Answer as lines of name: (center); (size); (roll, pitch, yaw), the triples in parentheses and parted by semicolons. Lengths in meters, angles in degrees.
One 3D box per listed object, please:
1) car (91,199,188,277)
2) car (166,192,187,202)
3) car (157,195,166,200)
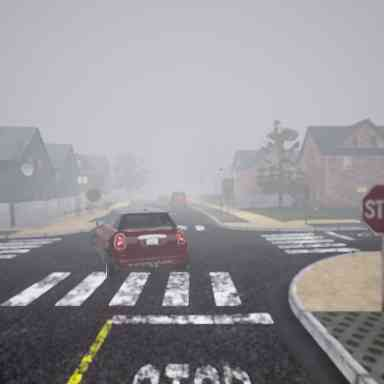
car: (-1.791, 1.251, 10.281); (2.097, 1.767, 4.553); (-1, 1, -22)
car: (-1.970, 0.998, 45.329); (2.150, 2.045, 5.566); (0, 0, -7)
car: (-6.155, 1.272, 69.090); (1.882, 1.535, 5.008); (0, 0, -14)
